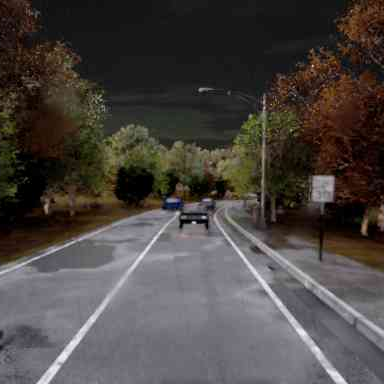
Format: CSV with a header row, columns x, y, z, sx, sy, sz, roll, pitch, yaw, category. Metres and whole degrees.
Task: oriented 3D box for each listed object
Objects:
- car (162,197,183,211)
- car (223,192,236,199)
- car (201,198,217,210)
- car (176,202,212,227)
x,y,z,sx,sy,sz,roll,pitch,yaw,category
-2.234,1.416,39.537,1.882,1.535,5.008,1,0,8,car
8.970,0.979,78.308,2.150,2.045,5.566,2,1,24,car
2.095,1.510,43.540,1.812,1.442,4.674,1,0,9,car
0.172,1.577,22.478,1.895,1.301,4.718,0,0,1,car
